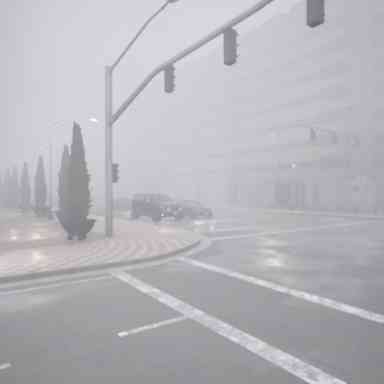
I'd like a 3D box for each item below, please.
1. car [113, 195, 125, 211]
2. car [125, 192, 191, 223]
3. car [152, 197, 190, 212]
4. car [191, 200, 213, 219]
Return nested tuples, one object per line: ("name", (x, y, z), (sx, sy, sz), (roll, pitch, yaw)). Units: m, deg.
("car", (-7.722, 1.397, 38.538), (1.837, 1.490, 4.892), (0, 1, -35))
("car", (-2.743, 1.126, 25.438), (2.150, 2.045, 5.566), (0, 0, -35))
("car", (-2.431, 1.360, 37.471), (1.882, 1.535, 5.008), (0, 0, -35))
("car", (-0.186, 1.420, 27.886), (1.812, 1.442, 4.674), (0, 0, -35))
